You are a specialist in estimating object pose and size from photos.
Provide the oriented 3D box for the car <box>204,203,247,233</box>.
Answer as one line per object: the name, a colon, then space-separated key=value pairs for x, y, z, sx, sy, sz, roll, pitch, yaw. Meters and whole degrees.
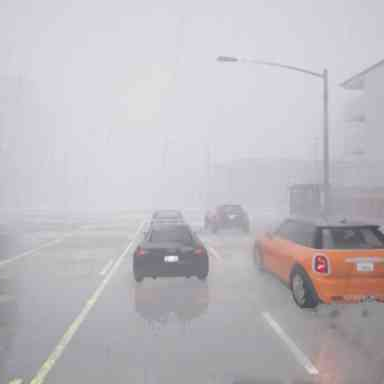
car: x=1.997 y=1.441 z=20.298 sx=2.097 sy=1.767 sz=4.553 roll=0 pitch=0 yaw=-5

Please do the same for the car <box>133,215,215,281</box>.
car: x=-0.650 y=1.616 z=10.098 sx=1.994 sy=1.385 sz=4.181 roll=0 pitch=-1 yaw=-4

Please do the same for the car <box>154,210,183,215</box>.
car: x=-1.442 y=1.705 z=19.619 sx=1.895 sy=1.301 sz=4.718 roll=0 pitch=0 yaw=-5

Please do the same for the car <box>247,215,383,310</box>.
car: x=2.983 y=1.377 z=8.113 sx=2.097 sy=1.767 sz=4.553 roll=0 pitch=0 yaw=-4
